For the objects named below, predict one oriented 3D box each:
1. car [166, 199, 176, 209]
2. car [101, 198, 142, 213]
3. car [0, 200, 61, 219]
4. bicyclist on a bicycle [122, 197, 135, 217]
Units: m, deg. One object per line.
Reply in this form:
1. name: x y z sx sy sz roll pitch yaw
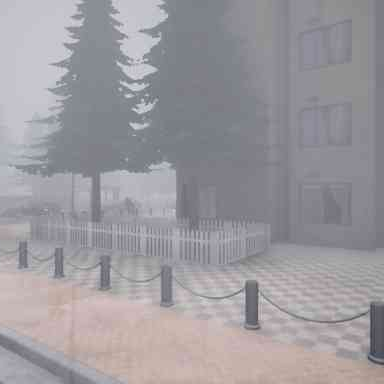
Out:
1. car: -1.574 1.510 45.053 1.812 1.442 4.674 0 0 37
2. car: -7.788 1.462 36.924 1.882 1.535 5.008 0 0 37
3. car: -13.914 1.476 28.872 2.128 1.511 4.902 0 0 37
4. bicyclist on a bicycle: -5.309 1.285 27.828 1.656 1.620 0.582 0 0 37
